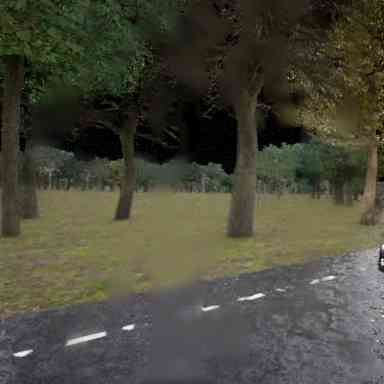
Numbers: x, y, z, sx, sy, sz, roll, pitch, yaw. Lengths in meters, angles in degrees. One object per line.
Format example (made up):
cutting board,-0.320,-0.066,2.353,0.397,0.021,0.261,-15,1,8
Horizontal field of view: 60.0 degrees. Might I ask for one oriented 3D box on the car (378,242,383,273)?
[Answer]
car,7.012,1.353,8.948,4.553,1.767,2.097,0,1,-35
